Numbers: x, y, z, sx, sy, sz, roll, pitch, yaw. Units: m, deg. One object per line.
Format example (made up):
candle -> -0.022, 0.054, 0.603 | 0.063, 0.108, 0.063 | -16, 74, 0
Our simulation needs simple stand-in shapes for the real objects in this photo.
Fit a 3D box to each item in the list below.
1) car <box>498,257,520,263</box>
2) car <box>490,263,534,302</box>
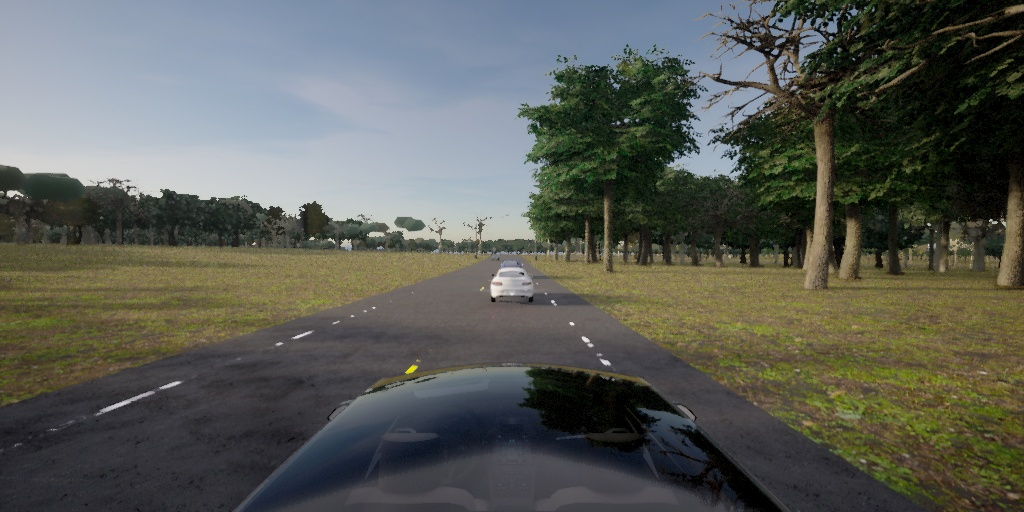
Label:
car -> 0.001, 1.111, 31.503 | 1.882, 1.535, 5.008 | 0, 0, 0
car -> 0.001, 1.247, 16.502 | 1.812, 1.442, 4.674 | 0, 0, 0
